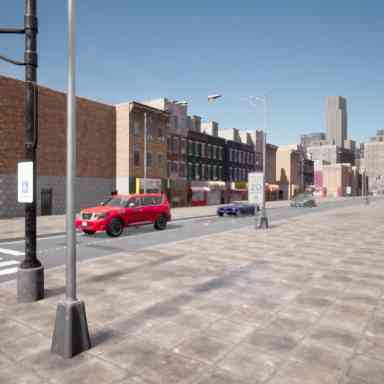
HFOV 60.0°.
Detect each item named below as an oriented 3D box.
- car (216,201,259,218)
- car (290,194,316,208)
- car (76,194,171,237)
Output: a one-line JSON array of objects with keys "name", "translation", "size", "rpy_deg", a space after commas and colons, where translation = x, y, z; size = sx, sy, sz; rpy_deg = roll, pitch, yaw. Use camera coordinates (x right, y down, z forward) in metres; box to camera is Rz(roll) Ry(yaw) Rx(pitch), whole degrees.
[{"name": "car", "translation": [3.910, 1.421, 28.090], "size": [1.895, 1.301, 4.718], "rpy_deg": [0, 0, 36]}, {"name": "car", "translation": [14.229, 1.100, 42.454], "size": [2.097, 1.767, 4.553], "rpy_deg": [0, 0, 36]}, {"name": "car", "translation": [-3.415, 1.118, 17.795], "size": [2.150, 2.045, 5.566], "rpy_deg": [0, 0, 35]}]
